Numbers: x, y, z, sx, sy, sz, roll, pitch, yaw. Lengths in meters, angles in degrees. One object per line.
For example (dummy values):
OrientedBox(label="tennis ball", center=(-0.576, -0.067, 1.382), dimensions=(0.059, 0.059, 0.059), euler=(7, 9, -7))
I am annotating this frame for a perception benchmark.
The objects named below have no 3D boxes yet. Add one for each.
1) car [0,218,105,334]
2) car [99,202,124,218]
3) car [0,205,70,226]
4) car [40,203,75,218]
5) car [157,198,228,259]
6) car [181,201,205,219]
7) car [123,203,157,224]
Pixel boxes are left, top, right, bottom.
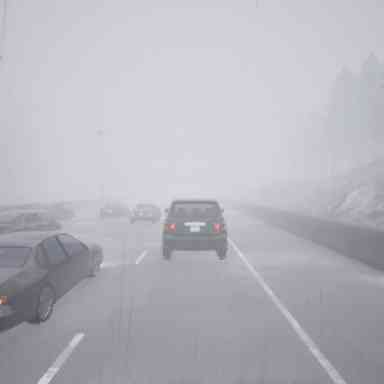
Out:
OrientedBox(label="car", center=(-3.404, 1.547, 7.074), dimensions=(2.033, 1.411, 5.357), euler=(0, 0, 0))
OrientedBox(label="car", center=(-6.915, 1.564, 30.026), dimensions=(1.994, 1.385, 4.181), euler=(0, 0, 0))
OrientedBox(label="car", center=(-6.907, 1.505, 13.519), dimensions=(1.837, 1.490, 4.892), euler=(0, 0, 0))
OrientedBox(label="car", center=(-10.412, 1.548, 24.613), dimensions=(2.033, 1.411, 5.357), euler=(0, 0, 0))
OrientedBox(label="car", center=(0.093, 1.221, 12.790), dimensions=(2.150, 2.045, 5.566), euler=(0, 0, 0))
OrientedBox(label="car", center=(0.086, 1.564, 30.012), dimensions=(1.994, 1.385, 4.181), euler=(0, 0, 0))
OrientedBox(label="car", center=(-3.412, 1.547, 24.893), dimensions=(2.033, 1.411, 5.357), euler=(0, 0, 0))
